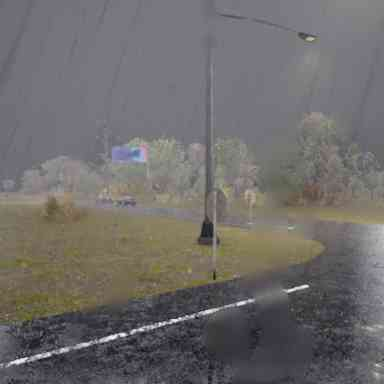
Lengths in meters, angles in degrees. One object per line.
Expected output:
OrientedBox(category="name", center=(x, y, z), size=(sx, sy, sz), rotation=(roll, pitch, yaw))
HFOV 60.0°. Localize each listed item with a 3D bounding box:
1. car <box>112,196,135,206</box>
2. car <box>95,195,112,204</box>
OrientedBox(category="car", center=(-10.521, 1.433, 52.425), size=(1.837, 1.490, 4.892), rotation=(0, 0, -33))
OrientedBox(category="car", center=(-16.193, 1.263, 60.913), size=(2.097, 1.767, 4.553), rotation=(0, 0, -34))
